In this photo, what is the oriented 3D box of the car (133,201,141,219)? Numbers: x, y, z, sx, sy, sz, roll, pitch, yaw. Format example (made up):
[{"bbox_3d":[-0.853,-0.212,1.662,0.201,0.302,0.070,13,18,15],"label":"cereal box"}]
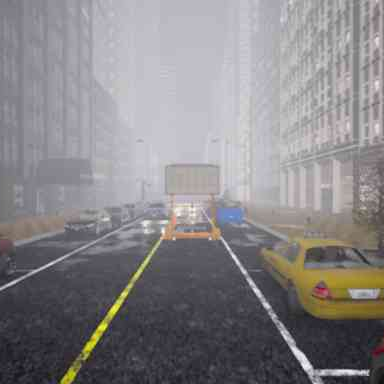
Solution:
[{"bbox_3d":[-5.715,1.682,30.046,1.887,1.381,4.507,-1,0,0],"label":"car"}]

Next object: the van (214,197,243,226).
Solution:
[{"bbox_3d":[2.666,1.452,24.368,1.690,1.788,3.998,-1,0,0],"label":"van"}]

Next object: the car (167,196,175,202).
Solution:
[{"bbox_3d":[-5.752,1.942,92.395,1.752,1.417,4.829,-1,0,0],"label":"car"}]

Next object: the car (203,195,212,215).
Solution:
[{"bbox_3d":[2.659,1.477,35.735,2.192,1.841,5.009,-1,0,0],"label":"car"}]

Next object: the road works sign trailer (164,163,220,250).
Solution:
[{"bbox_3d":[0.009,0.532,14.750,2.380,3.560,2.880,0,0,0],"label":"road works sign trailer"}]

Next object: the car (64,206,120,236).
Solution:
[{"bbox_3d":[-5.709,1.637,18.678,2.008,1.369,4.403,-1,0,0],"label":"car"}]

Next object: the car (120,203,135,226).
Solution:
[{"bbox_3d":[-5.712,1.677,24.362,1.947,1.339,4.313,-1,0,0],"label":"car"}]

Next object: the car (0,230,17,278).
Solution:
[{"bbox_3d":[-5.703,1.474,7.312,1.967,1.590,4.097,-1,0,0],"label":"car"}]

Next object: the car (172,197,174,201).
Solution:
[{"bbox_3d":[-5.742,1.924,75.514,1.802,1.307,4.206,-1,0,0],"label":"car"}]

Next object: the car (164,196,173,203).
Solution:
[{"bbox_3d":[-5.746,1.807,81.198,1.967,1.590,4.097,-1,0,0],"label":"car"}]

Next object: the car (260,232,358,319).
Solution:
[{"bbox_3d":[2.678,1.560,7.486,1.752,1.417,4.829,-1,0,0],"label":"car"}]

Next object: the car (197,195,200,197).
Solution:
[{"bbox_3d":[2.629,1.707,86.888,2.192,1.841,5.009,-1,0,0],"label":"car"}]

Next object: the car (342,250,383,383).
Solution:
[{"bbox_3d":[2.680,1.448,1.633,1.967,1.590,4.097,-1,0,0],"label":"car"}]

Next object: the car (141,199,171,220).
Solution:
[{"bbox_3d":[-3.116,1.661,29.776,1.812,1.442,4.674,0,0,0],"label":"car"}]

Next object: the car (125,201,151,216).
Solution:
[{"bbox_3d":[-5.720,1.714,35.729,2.008,1.369,4.403,-1,0,0],"label":"car"}]

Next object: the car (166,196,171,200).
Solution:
[{"bbox_3d":[-5.735,1.842,64.147,2.008,1.369,4.403,-1,0,0],"label":"car"}]

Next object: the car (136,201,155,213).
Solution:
[{"bbox_3d":[-5.722,1.771,41.413,1.802,1.307,4.206,-1,0,0],"label":"car"}]

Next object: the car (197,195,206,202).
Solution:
[{"bbox_3d":[2.626,1.732,92.572,2.192,1.841,5.009,-1,0,0],"label":"car"}]

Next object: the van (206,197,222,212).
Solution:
[{"bbox_3d":[2.656,1.529,41.419,1.690,1.788,3.998,-1,0,0],"label":"van"}]

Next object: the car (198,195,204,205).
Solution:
[{"bbox_3d":[2.645,1.841,64.152,2.008,1.369,4.403,-1,0,0],"label":"car"}]
